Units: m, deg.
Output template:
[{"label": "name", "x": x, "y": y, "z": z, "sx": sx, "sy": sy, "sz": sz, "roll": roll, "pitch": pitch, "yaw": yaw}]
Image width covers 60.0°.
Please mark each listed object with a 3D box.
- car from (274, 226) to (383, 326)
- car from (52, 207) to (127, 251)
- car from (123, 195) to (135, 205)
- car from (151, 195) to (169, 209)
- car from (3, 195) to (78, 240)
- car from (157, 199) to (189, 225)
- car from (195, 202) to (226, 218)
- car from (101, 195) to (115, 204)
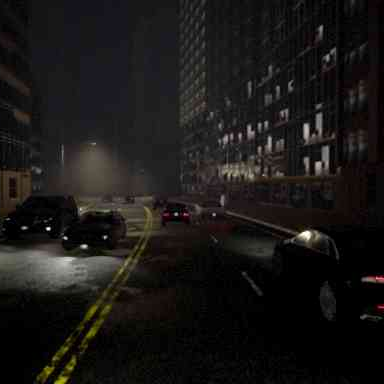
[{"label": "car", "x": 3.144, "y": 1.456, "z": 7.006, "sx": 2.128, "sy": 1.511, "sz": 4.902, "roll": 0, "pitch": 0, "yaw": -2}, {"label": "car", "x": -3.910, "y": 1.495, "z": 14.192, "sx": 2.033, "sy": 1.411, "sz": 5.357, "roll": 0, "pitch": 0, "yaw": -4}, {"label": "car", "x": -10.273, "y": 1.254, "z": 53.995, "sx": 1.837, "sy": 1.490, "sz": 4.892, "roll": 0, "pitch": 0, "yaw": -14}, {"label": "car", "x": -3.909, "y": 1.156, "z": 40.886, "sx": 2.097, "sy": 1.767, "sz": 4.553, "roll": 0, "pitch": 0, "yaw": -10}, {"label": "car", "x": -7.392, "y": 1.166, "z": 16.983, "sx": 2.150, "sy": 2.045, "sz": 5.566, "roll": 0, "pitch": 0, "yaw": -5}, {"label": "car", "x": -1.253, "y": 1.443, "z": 23.234, "sx": 2.033, "sy": 1.411, "sz": 5.357, "roll": 0, "pitch": 0, "yaw": -6}, {"label": "car", "x": 1.444, "y": 1.462, "z": 28.014, "sx": 1.895, "sy": 1.301, "sz": 4.718, "roll": 0, "pitch": 0, "yaw": -7}, {"label": "car", "x": -14.556, "y": 1.254, "z": 57.568, "sx": 1.837, "sy": 1.490, "sz": 4.892, "roll": 0, "pitch": 0, "yaw": -15}]
